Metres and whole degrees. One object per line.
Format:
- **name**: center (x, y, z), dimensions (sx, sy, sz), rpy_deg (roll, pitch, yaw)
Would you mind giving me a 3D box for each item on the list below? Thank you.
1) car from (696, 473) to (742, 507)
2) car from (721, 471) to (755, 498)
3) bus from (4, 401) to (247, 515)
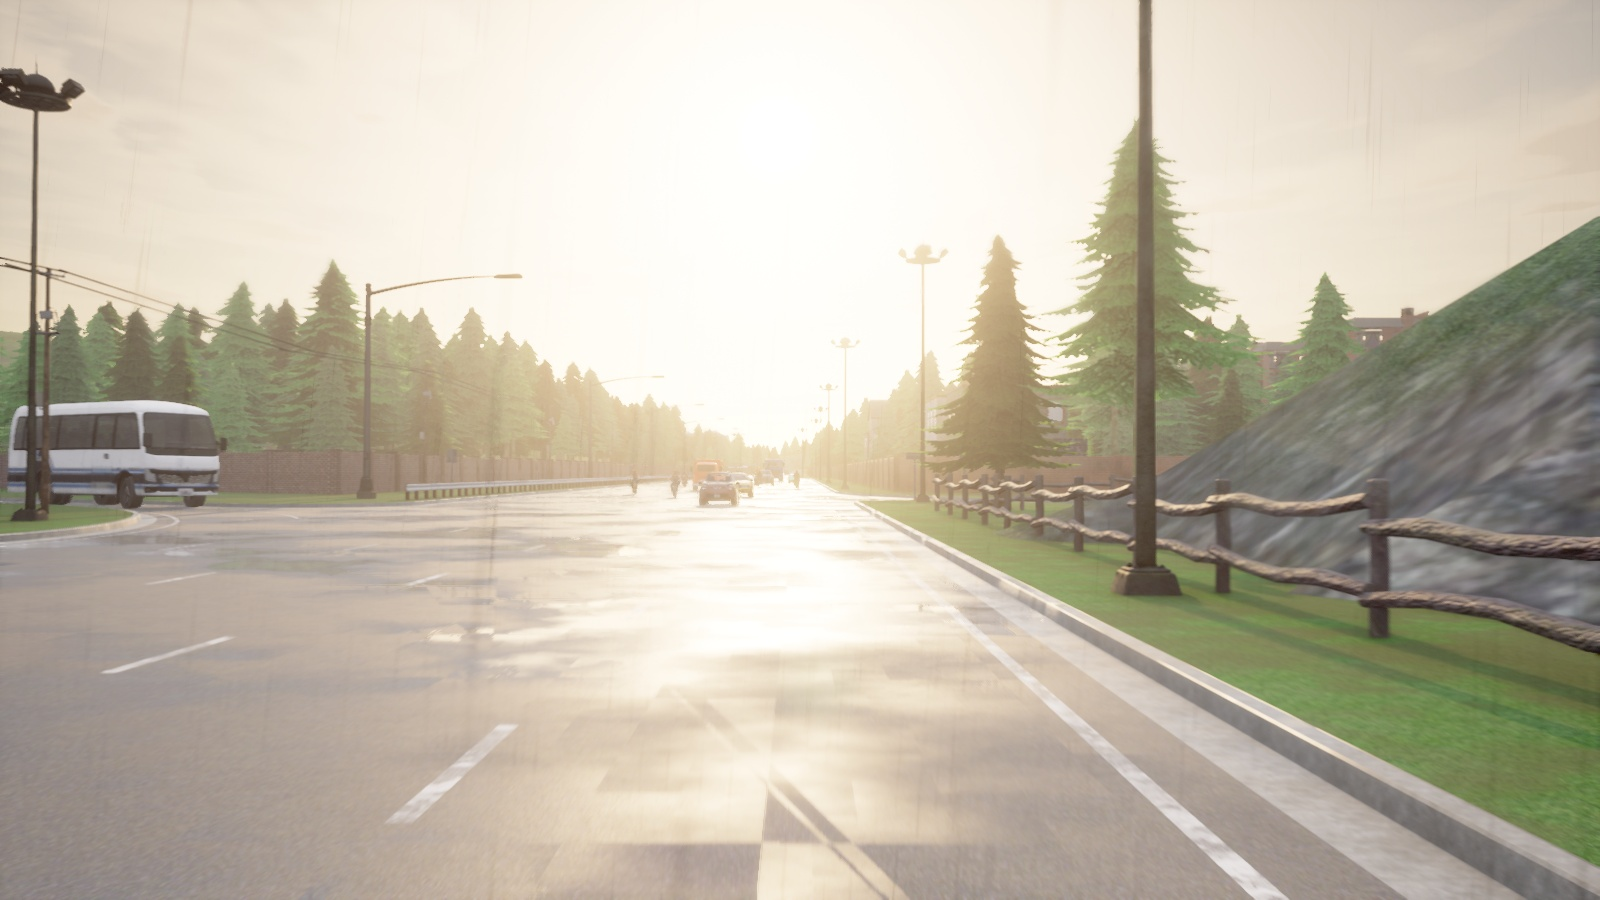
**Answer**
- **car**: center (-3.639, 1.801, 56.984), dimensions (1.845, 1.501, 3.633), rpy_deg (0, -1, 0)
- **car**: center (-3.683, 2.029, 75.050), dimensions (1.801, 1.575, 5.366), rpy_deg (0, -1, 0)
- **bus**: center (-27.489, 0.405, 51.023), dimensions (10.273, 4.253, 3.944), rpy_deg (-1, -2, 31)
